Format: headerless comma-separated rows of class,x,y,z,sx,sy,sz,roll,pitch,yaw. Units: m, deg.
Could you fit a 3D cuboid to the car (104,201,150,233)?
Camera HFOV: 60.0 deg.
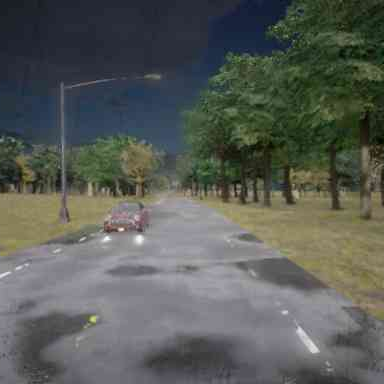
car,-3.771,1.388,19.799,2.097,1.767,4.553,-1,0,-1
